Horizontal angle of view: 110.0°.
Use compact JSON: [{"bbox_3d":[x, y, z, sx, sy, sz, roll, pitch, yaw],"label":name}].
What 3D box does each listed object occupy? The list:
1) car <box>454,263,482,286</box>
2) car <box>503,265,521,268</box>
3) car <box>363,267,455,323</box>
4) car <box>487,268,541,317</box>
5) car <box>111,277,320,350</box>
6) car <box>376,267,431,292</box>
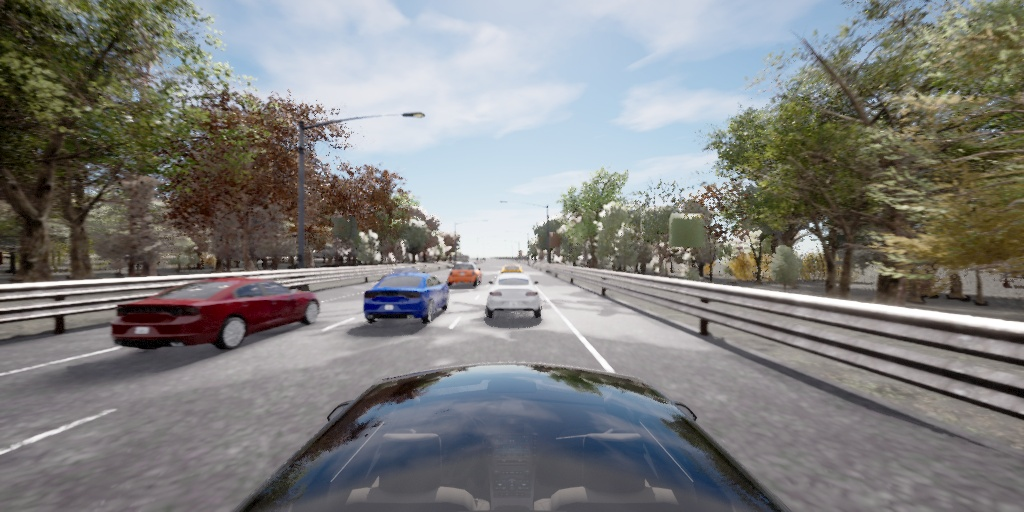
[{"bbox_3d":[-3.497,1.300,27.357,2.097,1.767,4.553,0,-1,0],"label":"car"},{"bbox_3d":[0.004,1.441,29.193,1.882,1.535,5.008,0,0,0],"label":"car"},{"bbox_3d":[-3.447,1.313,12.561,1.882,1.535,5.008,0,0,0],"label":"car"},{"bbox_3d":[0.056,1.369,13.611,1.812,1.442,4.674,0,0,0],"label":"car"},{"bbox_3d":[-6.961,1.287,9.246,1.882,1.535,5.008,0,-1,0],"label":"car"},{"bbox_3d":[-7.008,1.470,23.884,2.033,1.411,5.357,0,0,0],"label":"car"}]
